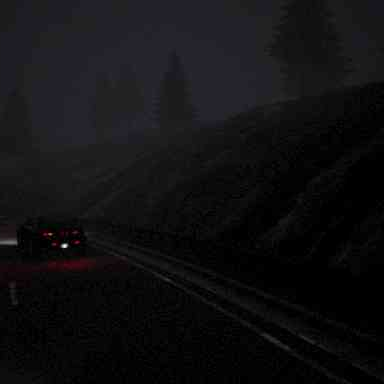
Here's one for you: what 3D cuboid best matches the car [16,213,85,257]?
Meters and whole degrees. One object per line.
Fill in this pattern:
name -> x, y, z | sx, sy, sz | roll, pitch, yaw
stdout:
car -> -5.861, 1.627, 13.630 | 1.837, 1.490, 4.892 | 0, 0, -35

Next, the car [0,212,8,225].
car -> -15.696, 1.871, 25.072 | 4.718, 1.301, 1.895 | -1, 0, 43
